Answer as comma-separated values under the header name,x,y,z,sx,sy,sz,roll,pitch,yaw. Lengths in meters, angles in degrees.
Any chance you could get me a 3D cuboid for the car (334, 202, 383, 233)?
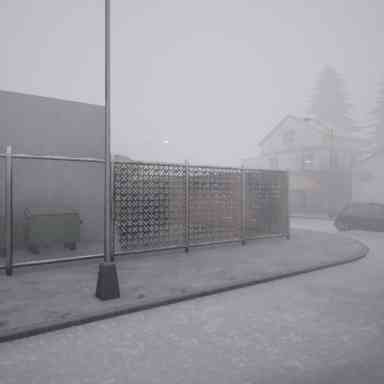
name,x,y,z,sx,sy,sz,roll,pitch,yaw
car,10.057,1.351,17.587,2.097,1.767,4.553,0,0,-40
